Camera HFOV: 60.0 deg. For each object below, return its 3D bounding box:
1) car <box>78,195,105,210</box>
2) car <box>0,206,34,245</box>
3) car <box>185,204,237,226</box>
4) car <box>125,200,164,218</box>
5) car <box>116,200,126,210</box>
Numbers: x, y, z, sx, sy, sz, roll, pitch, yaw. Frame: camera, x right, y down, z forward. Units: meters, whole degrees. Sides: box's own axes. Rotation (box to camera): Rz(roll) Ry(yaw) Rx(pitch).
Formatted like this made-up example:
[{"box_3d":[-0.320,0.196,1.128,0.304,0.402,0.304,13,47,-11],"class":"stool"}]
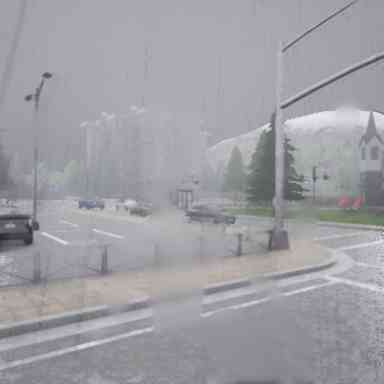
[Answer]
[{"box_3d":[-13.974,1.420,46.117,2.150,2.045,5.566,1,-1,-36],"class":"car"},{"box_3d":[-8.026,1.359,14.126,2.007,1.523,4.514,1,-1,-36],"class":"car"},{"box_3d":[1.348,1.701,25.170,1.837,1.490,4.892,1,-1,-36],"class":"car"},{"box_3d":[-4.552,1.757,33.180,1.994,1.385,4.181,1,0,-36],"class":"car"},{"box_3d":[-8.609,1.762,44.745,1.812,1.442,4.674,1,0,-36],"class":"car"}]
